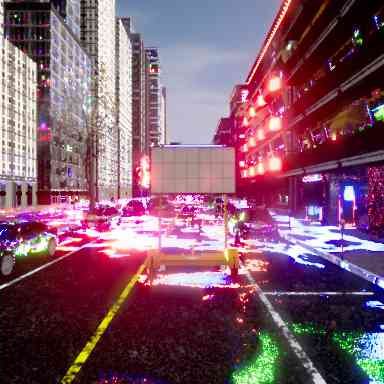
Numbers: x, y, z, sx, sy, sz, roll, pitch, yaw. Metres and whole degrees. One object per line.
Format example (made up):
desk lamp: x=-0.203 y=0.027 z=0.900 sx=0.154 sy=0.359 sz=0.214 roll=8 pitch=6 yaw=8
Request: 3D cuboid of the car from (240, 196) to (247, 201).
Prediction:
car: x=13.631 y=1.410 z=79.348 sx=4.403 sy=1.369 sz=2.008 roll=-1 pitch=1 yaw=0

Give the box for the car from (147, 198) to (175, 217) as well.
car: x=-2.919 y=1.577 z=31.341 sx=1.994 sy=1.385 sz=4.181 roll=0 pitch=0 yaw=0

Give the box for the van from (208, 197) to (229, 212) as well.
van: x=2.773 y=1.355 z=32.306 sx=1.690 sy=1.788 sz=3.998 roll=0 pitch=0 yaw=0

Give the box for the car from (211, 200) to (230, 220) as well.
car: x=2.759 y=1.592 z=26.774 sx=1.802 sy=1.307 sz=4.206 roll=0 pitch=0 yaw=0

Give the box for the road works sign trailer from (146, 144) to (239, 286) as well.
road works sign trailer: x=0.024 y=0.465 z=9.385 sx=2.380 sy=3.560 sz=2.880 roll=0 pitch=0 yaw=0

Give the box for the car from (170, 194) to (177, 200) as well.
car: x=-5.453 y=1.410 z=92.380 sx=2.192 sy=1.841 sz=5.009 roll=0 pitch=0 yaw=0

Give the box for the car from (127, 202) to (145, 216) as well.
car: x=-5.607 y=1.596 z=32.329 sx=1.802 sy=1.307 sz=4.206 roll=0 pitch=0 yaw=0

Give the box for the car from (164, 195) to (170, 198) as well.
car: x=-5.536 y=1.585 z=59.992 sx=1.887 sy=1.381 sz=4.507 roll=0 pitch=0 yaw=0

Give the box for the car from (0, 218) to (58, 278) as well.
car: x=-5.664 y=1.546 z=10.197 sx=1.887 sy=1.381 sz=4.507 roll=0 pitch=0 yaw=0

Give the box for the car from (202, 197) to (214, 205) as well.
car: x=2.844 y=1.591 z=59.970 sx=2.008 sy=1.369 sz=4.403 roll=0 pitch=0 yaw=0

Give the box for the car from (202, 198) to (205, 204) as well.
car: x=2.816 y=1.578 z=48.904 sx=2.008 sy=1.369 sz=4.403 roll=0 pitch=0 yaw=0

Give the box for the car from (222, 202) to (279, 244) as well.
car: x=2.730 y=1.443 z=15.708 sx=1.967 sy=1.590 sz=4.097 roll=0 pitch=0 yaw=0

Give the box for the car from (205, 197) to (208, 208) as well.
car: x=2.787 y=1.458 z=37.839 sx=1.967 sy=1.590 sz=4.097 roll=0 pitch=0 yaw=0

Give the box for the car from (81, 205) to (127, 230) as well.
car: x=-5.636 y=1.531 z=21.093 sx=1.752 sy=1.417 sz=4.829 roll=0 pitch=0 yaw=0
